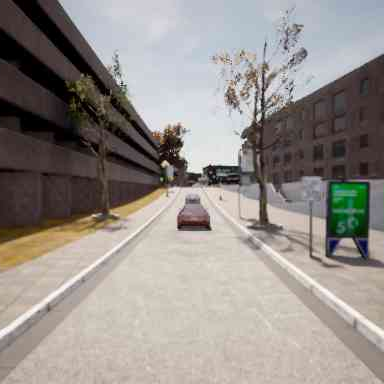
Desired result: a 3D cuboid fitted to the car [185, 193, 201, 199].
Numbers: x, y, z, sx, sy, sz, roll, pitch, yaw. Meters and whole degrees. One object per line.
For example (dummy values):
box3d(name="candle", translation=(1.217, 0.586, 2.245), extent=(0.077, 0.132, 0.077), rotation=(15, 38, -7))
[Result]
box3d(name="car", translation=(0.100, 0.835, 39.004), extent=(2.033, 1.411, 5.357), rotation=(0, 3, 0))

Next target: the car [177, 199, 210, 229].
box3d(name="car", translation=(0.100, 1.424, 20.868), extent=(1.994, 1.385, 4.181), rotation=(0, 1, 0))
